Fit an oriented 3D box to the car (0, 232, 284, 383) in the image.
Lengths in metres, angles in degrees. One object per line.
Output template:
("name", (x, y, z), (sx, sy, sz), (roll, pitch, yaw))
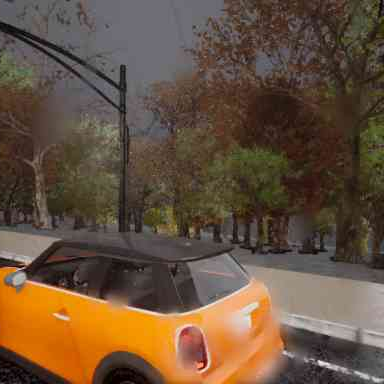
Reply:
("car", (-1.208, 1.351, 4.558), (4.553, 1.767, 2.097), (0, 0, 36))
